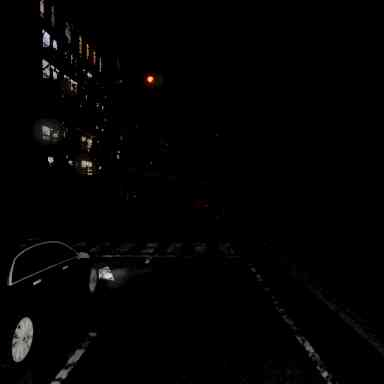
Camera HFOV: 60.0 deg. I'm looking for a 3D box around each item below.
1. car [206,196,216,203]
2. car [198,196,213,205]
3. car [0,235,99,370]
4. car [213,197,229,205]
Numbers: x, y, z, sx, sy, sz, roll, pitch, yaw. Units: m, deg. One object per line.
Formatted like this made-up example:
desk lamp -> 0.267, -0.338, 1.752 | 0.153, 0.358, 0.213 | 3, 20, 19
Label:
car -> 4.613, 1.802, 79.107 | 1.837, 1.490, 4.892 | 0, 0, 11
car -> 2.415, 1.570, 65.988 | 2.097, 1.767, 4.553 | 0, 0, 8
car -> -3.047, 1.507, 5.679 | 1.837, 1.490, 4.892 | 0, 0, 1
car -> 5.671, 1.716, 65.856 | 1.837, 1.490, 4.892 | 0, -2, 9
